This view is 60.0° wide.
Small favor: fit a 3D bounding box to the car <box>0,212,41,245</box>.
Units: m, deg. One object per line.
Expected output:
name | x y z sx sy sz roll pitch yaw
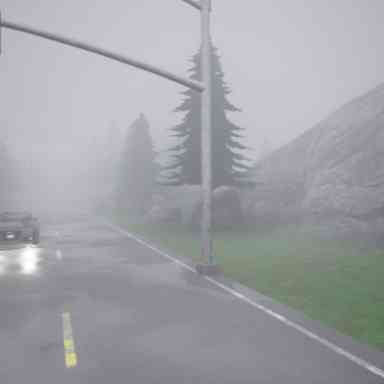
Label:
car | -8.100 1.626 15.316 1.994 1.385 4.181 0 0 -23
